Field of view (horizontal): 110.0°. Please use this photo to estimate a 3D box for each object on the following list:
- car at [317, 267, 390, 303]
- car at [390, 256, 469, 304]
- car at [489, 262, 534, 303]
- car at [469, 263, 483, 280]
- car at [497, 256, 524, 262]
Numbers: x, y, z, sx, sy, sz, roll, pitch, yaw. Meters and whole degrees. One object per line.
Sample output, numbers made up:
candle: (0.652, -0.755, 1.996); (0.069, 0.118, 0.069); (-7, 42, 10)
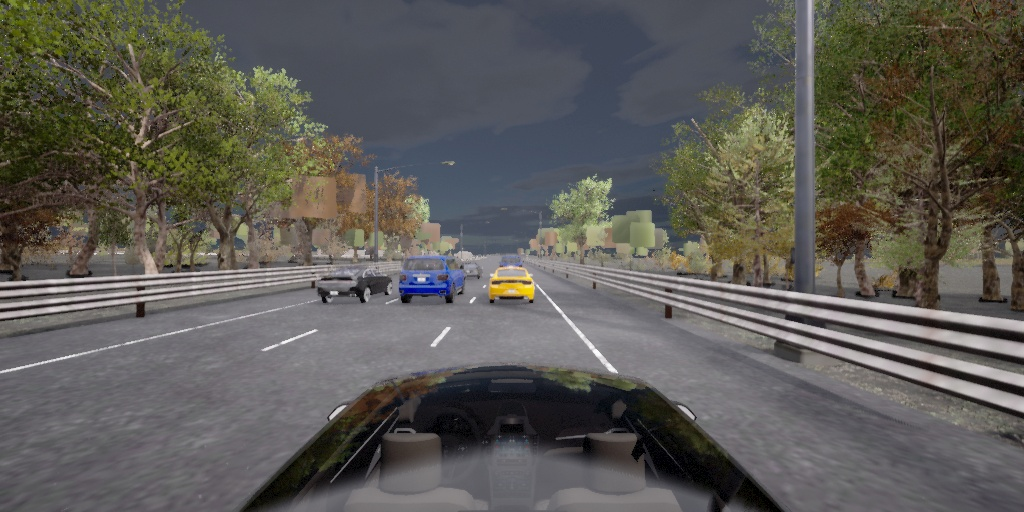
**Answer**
car: (-7.023, 1.244, 16.559); (2.128, 1.511, 4.902); (0, 0, 0)
car: (-3.523, 1.007, 16.599); (2.150, 2.045, 5.566); (0, 0, 0)
car: (-0.023, 1.234, 16.580); (1.882, 1.535, 5.008); (0, 0, 0)
car: (-3.590, 1.311, 31.585); (2.033, 1.411, 5.357); (0, 0, 0)
car: (-0.091, 1.006, 31.636); (2.150, 2.045, 5.566); (0, 0, 0)
